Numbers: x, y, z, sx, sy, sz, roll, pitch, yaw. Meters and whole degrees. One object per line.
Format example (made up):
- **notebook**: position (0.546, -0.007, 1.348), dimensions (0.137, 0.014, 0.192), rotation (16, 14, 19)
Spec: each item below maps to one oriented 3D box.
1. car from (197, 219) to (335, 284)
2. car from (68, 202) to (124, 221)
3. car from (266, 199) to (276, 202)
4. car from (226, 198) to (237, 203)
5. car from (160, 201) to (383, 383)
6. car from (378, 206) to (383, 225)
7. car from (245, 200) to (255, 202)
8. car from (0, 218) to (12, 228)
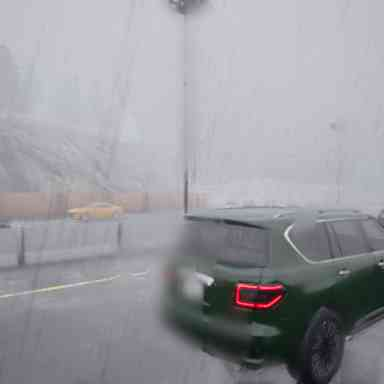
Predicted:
- **car**: position (2.557, 1.692, 10.654), dimensions (4.718, 1.301, 1.895), rotation (1, -1, -41)
- **car**: position (-8.447, 1.691, 29.428), dimensions (1.882, 1.535, 5.008), rotation (0, 0, 43)
- **car**: position (12.495, 1.941, 52.680), dimensions (2.128, 1.511, 4.902), rotation (0, -1, 15)
- **car**: position (7.934, 2.049, 67.342), dimensions (1.837, 1.490, 4.892), rotation (0, 0, 3)
- **car**: position (2.090, 1.273, 5.680), dimensions (5.566, 2.045, 2.150), rotation (0, 0, -39)
- **car**: position (16.077, 1.850, 26.467), dimensions (1.895, 1.301, 4.718), rotation (0, -1, 33)
- **car**: position (9.419, 2.001, 54.287), dimensions (2.033, 1.411, 5.357), rotation (0, 0, 16)
- **car**: position (-10.363, 1.592, 13.984), dimensions (4.892, 1.490, 1.837), rotation (0, 0, -36)
